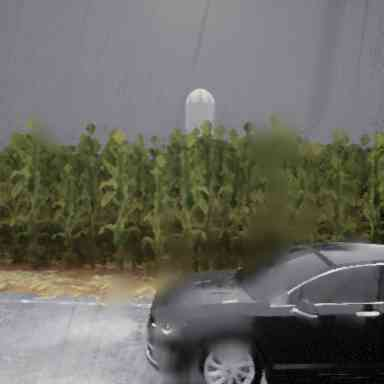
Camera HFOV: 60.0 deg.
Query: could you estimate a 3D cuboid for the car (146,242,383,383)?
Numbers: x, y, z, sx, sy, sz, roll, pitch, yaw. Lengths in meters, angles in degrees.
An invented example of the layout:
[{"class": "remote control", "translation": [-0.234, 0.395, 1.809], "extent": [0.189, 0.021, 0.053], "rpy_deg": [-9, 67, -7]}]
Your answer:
[{"class": "car", "translation": [1.869, 1.457, 4.313], "extent": [4.892, 1.490, 1.837], "rpy_deg": [1, 1, 0]}]
